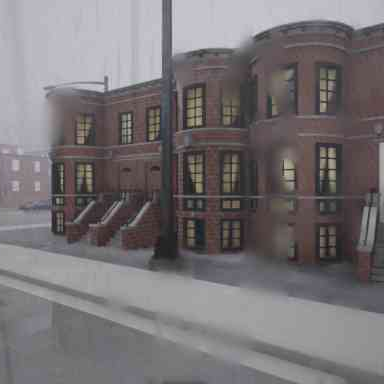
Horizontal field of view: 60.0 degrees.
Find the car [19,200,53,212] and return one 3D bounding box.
[{"bbox_3d":[-17.443,1.564,38.044,1.994,1.385,4.181,0,0,35],"label":"car"}]
